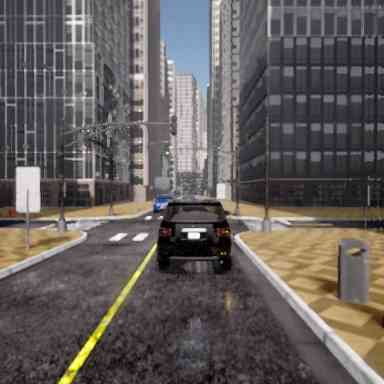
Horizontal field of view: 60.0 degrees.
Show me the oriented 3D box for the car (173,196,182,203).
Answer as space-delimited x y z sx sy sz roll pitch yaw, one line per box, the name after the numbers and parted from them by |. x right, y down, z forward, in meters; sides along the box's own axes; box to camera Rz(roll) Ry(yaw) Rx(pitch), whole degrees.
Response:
-3.001 1.477 69.831 1.812 1.442 4.674 0 0 0 | car

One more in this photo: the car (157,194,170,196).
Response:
-3.097 1.242 37.439 2.150 2.045 5.566 0 1 0 | car

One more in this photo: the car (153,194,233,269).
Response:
0.162 1.226 11.325 2.150 2.045 5.566 0 0 2 | car

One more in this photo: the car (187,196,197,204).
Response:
-0.002 1.600 67.150 1.812 1.442 4.674 0 0 0 | car

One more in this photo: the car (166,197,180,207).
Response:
-3.060 1.600 54.068 2.033 1.411 5.357 0 0 0 | car

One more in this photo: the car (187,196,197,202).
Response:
-0.002 1.605 77.167 2.128 1.511 4.902 0 0 0 | car
